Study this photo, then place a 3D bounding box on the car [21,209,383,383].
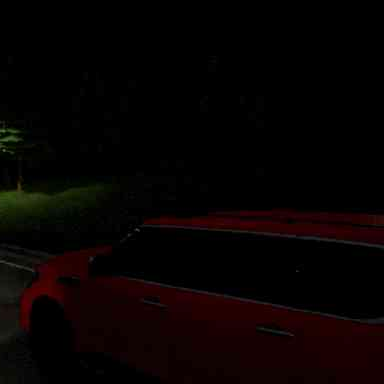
[{"bbox_3d":[0.336,1.213,3.785,5.566,2.045,2.150,1,0,36],"label":"car"}]
